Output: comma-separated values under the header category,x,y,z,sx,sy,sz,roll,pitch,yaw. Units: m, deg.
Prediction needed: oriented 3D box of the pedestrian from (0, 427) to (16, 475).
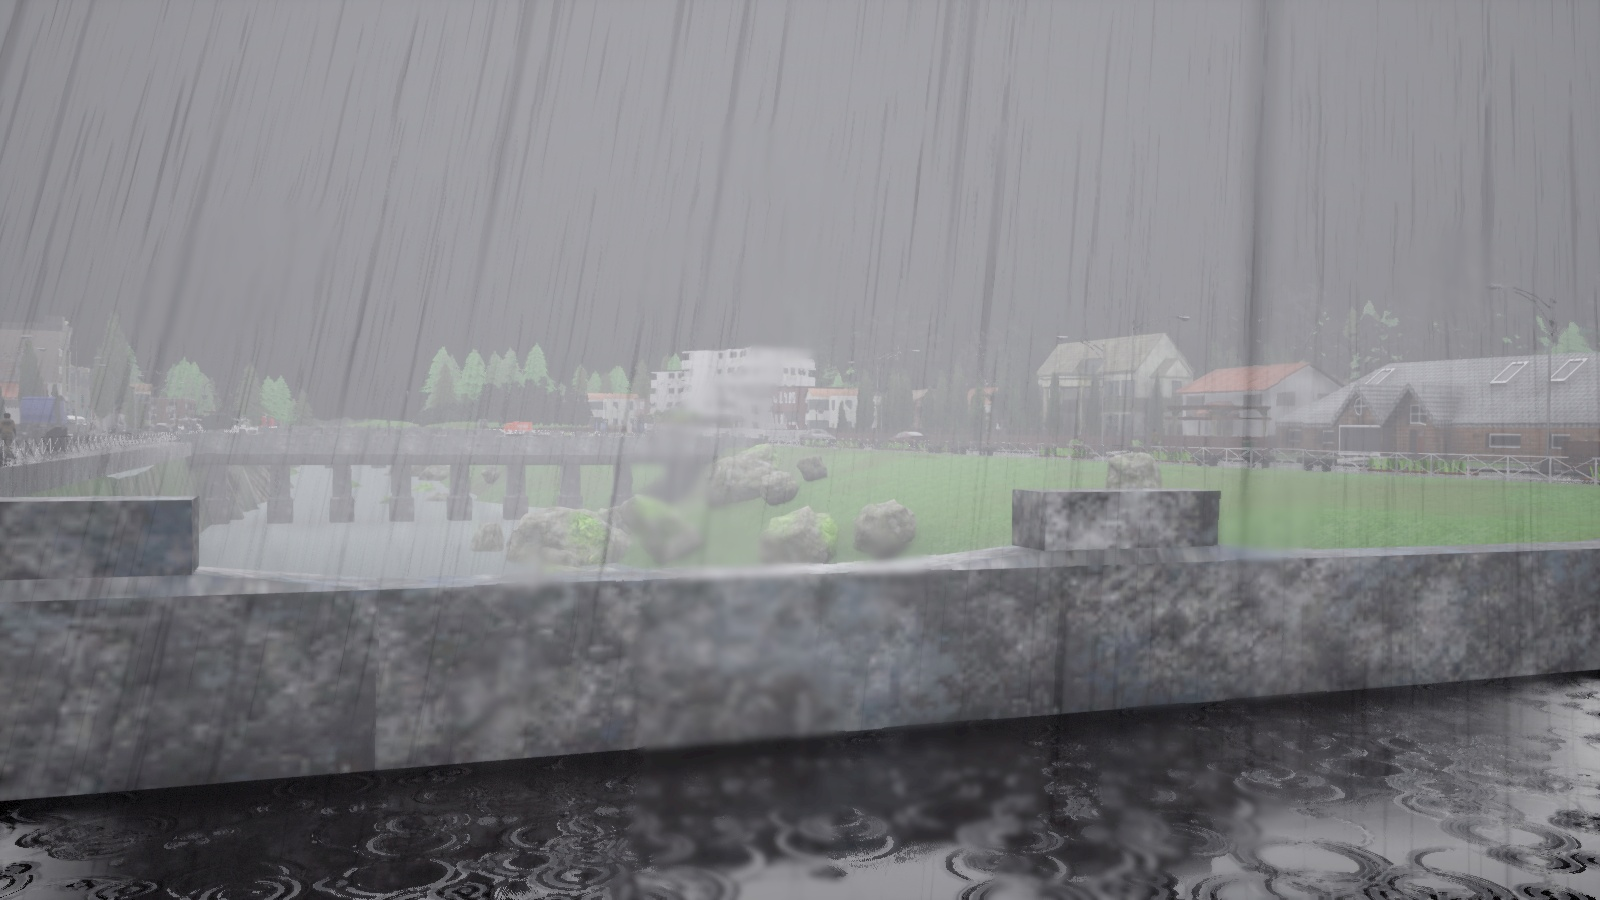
category,x,y,z,sx,sy,sz,roll,pitch,yaw
pedestrian,-32.374,0.024,51.267,0.396,1.930,0.692,-1,1,-17
